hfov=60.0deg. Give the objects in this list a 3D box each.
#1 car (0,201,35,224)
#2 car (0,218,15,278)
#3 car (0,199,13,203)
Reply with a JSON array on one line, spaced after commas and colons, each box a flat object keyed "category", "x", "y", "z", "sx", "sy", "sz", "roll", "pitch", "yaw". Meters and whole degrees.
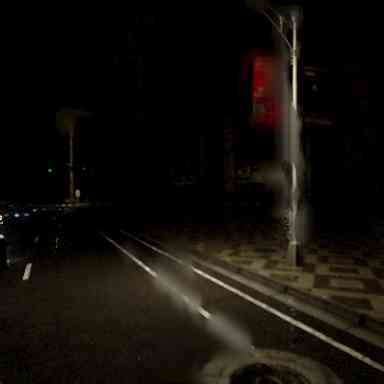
[{"category": "car", "x": -13.016, "y": 1.653, "z": 25.144, "sx": 2.033, "sy": 1.411, "sz": 5.357, "roll": 0, "pitch": 0, "yaw": -23}, {"category": "car", "x": -5.849, "y": 1.601, "z": 8.336, "sx": 1.994, "sy": 1.385, "sz": 4.181, "roll": 0, "pitch": 0, "yaw": -23}, {"category": "car", "x": -25.651, "y": 1.737, "z": 46.245, "sx": 1.812, "sy": 1.442, "sz": 4.674, "roll": 0, "pitch": 0, "yaw": -23}]
